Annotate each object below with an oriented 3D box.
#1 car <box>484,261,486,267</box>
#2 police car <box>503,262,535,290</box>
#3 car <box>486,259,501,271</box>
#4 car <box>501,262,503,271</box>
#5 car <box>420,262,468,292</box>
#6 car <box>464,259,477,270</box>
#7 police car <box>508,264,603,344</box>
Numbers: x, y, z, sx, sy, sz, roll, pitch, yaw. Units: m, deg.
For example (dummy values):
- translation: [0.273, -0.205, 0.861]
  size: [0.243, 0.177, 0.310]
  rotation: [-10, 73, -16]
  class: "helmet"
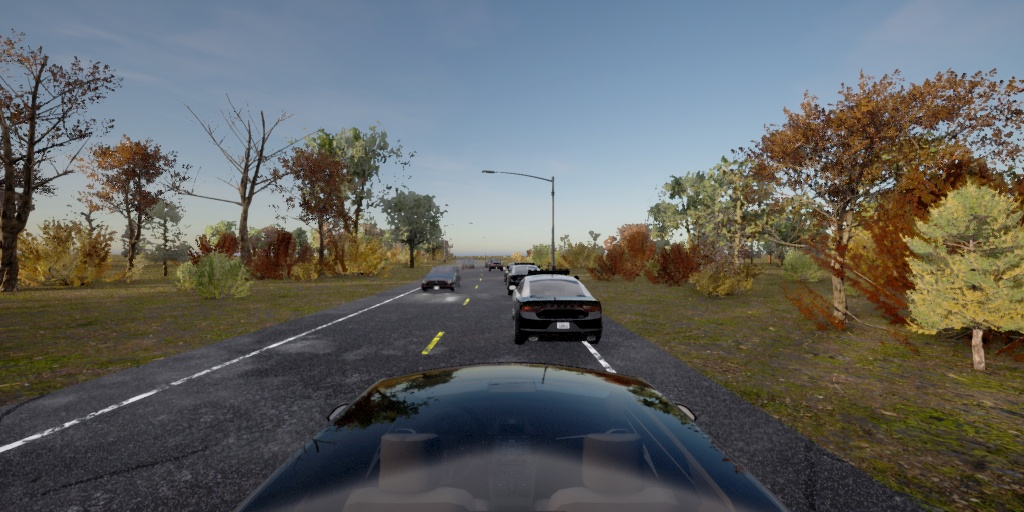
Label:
- translation: [-3.516, 1.209, 60.227]
  size: [2.128, 1.511, 4.902]
  rotation: [0, 0, -7]
  class: "car"
- translation: [0.679, 1.170, 19.747]
  size: [1.930, 1.638, 5.238]
  rotation: [0, 0, -2]
  class: "police car"
- translation: [-2.169, 1.234, 47.337]
  size: [1.837, 1.490, 4.892]
  rotation: [0, 0, -5]
  class: "car"
- translation: [0.413, 1.217, 25.665]
  size: [1.882, 1.535, 5.008]
  rotation: [0, 0, -3]
  class: "car"
- translation: [-4.066, 1.291, 21.489]
  size: [2.033, 1.411, 5.357]
  rotation: [0, 0, -2]
  class: "car"
- translation: [-6.319, 1.230, 52.735]
  size: [1.837, 1.490, 4.892]
  rotation: [0, 0, -6]
  class: "car"
- translation: [0.969, 1.174, 9.695]
  size: [1.930, 1.638, 5.238]
  rotation: [0, 0, -1]
  class: "police car"
